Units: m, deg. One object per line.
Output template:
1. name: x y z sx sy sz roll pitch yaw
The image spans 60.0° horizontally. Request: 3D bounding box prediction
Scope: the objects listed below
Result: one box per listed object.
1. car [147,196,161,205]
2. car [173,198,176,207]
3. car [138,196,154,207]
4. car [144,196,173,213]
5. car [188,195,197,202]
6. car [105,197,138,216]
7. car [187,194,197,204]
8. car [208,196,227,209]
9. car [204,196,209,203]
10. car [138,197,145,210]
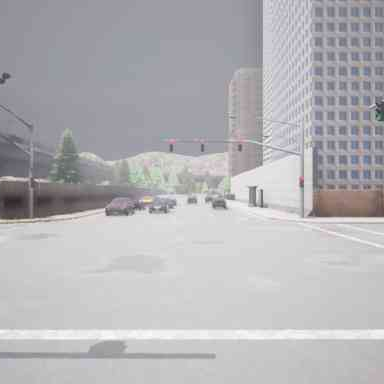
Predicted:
1. car: -6.999 1.478 61.485 1.882 1.535 5.008 0 0 1
2. car: -3.550 1.564 45.416 1.994 1.385 4.181 0 0 -1
3. car: -7.034 1.478 51.413 1.882 1.535 5.008 0 0 0
4. car: -3.550 1.492 36.497 2.128 1.511 4.902 0 0 0
5. car: 0.078 1.328 74.507 1.837 1.490 4.892 0 0 0
6. car: -7.059 1.352 32.911 2.097 1.767 4.553 0 0 0
7. car: 0.068 1.478 64.285 1.882 1.535 5.008 0 0 0
8. car: 3.649 1.505 45.620 1.837 1.490 4.892 0 0 0
9. car: 3.624 1.506 69.565 1.837 1.490 4.892 0 0 1
10. car: -7.049 1.601 41.897 1.895 1.301 4.718 0 0 0
